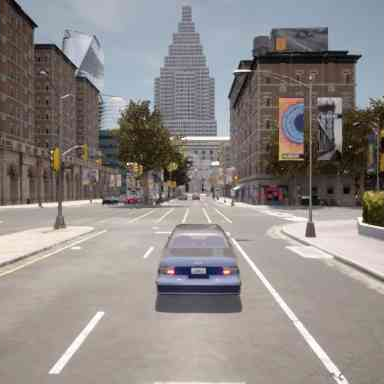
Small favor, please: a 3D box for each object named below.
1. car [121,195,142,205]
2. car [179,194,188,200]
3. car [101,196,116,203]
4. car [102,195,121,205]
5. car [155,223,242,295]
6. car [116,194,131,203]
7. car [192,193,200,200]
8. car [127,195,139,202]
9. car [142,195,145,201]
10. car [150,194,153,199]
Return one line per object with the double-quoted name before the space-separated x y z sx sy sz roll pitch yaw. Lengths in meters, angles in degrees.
"car" -10.848 1.478 59.760 1.882 1.535 5.008 0 0 1
"car" -2.410 1.540 89.562 2.033 1.411 5.357 0 0 1
"car" -17.406 1.595 69.730 1.895 1.301 4.718 0 0 1
"car" -14.367 1.601 58.578 1.895 1.301 4.718 0 0 1
"car" 0.169 1.547 8.841 2.033 1.411 5.357 0 0 1
"car" -14.169 1.355 68.684 2.097 1.767 4.553 0 0 1
"car" 1.095 1.350 89.921 2.097 1.767 4.553 0 0 1
"car" -14.044 1.478 78.783 1.882 1.535 5.008 0 0 1
"car" -10.658 1.500 69.556 1.837 1.490 4.892 0 0 1
"car" -10.534 1.355 79.545 2.097 1.767 4.553 0 0 1
